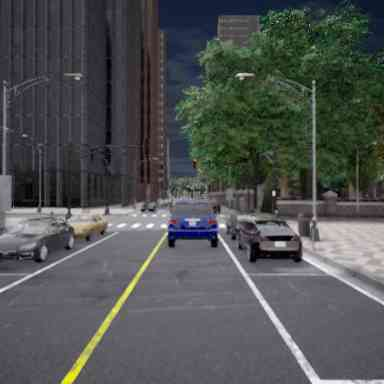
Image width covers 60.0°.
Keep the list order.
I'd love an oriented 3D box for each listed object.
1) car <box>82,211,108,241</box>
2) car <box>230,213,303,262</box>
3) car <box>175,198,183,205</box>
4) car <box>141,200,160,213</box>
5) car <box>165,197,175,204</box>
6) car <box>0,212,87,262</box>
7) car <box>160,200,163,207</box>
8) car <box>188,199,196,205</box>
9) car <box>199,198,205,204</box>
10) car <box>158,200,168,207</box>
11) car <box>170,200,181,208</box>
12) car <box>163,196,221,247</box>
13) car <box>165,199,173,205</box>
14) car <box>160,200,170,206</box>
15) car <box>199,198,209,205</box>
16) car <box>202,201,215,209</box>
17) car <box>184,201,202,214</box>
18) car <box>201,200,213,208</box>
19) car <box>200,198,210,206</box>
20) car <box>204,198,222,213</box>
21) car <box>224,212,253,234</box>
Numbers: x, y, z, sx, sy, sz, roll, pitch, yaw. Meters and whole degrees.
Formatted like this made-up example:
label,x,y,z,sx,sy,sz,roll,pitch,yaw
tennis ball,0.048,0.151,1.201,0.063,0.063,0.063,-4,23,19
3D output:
label,x,y,z,sx,sy,sz,roll,pitch,yaw
car,-5.761,1.705,17.802,1.752,1.417,4.829,0,-1,0
car,2.764,1.692,12.467,1.947,1.339,4.313,0,-1,0
car,-2.994,2.236,77.408,1.812,1.442,4.674,0,-1,0
car,-5.759,2.026,44.635,1.947,1.339,4.313,0,-1,0
car,-5.756,2.263,88.291,2.192,1.841,5.009,0,-1,0
car,-5.761,1.677,12.459,2.008,1.369,4.403,0,-1,0
car,-5.758,2.193,61.005,2.008,1.369,4.403,0,-1,0
car,0.006,2.328,77.675,1.837,1.490,4.892,0,-1,0
car,2.769,2.537,93.919,1.752,1.417,4.829,0,-1,0
car,-5.758,2.285,66.461,1.802,1.307,4.206,0,-1,0
car,-3.027,2.172,61.415,1.812,1.442,4.674,0,-1,1
car,0.074,1.383,15.970,2.150,2.045,5.566,0,-1,1
car,-5.756,2.468,82.831,1.802,1.307,4.206,0,-1,0
car,-5.757,2.346,71.918,1.802,1.307,4.206,0,-1,0
car,2.768,2.265,77.382,1.967,1.590,4.097,0,-1,0
car,2.767,2.147,55.555,1.947,1.339,4.313,0,-1,0
car,0.102,1.930,42.729,2.128,1.511,4.902,0,-1,0
car,2.767,2.193,61.011,2.008,1.369,4.403,0,-1,0
car,2.768,2.204,71.925,1.967,1.590,4.097,0,-1,0
car,2.766,1.775,44.646,2.192,1.841,5.009,0,-1,0
car,2.764,1.732,17.980,2.008,1.369,4.403,0,-1,0
